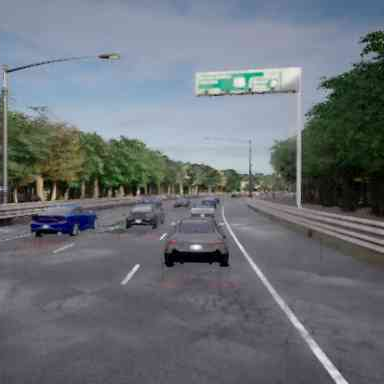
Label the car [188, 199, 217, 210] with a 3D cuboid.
[{"bbox_3d":[0.948,1.536,28.197,1.895,1.301,4.718,0,0,4],"label":"car"}]

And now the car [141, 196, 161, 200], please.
[{"bbox_3d":[-4.993,1.241,40.672,2.097,1.767,4.553,0,0,6],"label":"car"}]

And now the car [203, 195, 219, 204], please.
[{"bbox_3d":[2.270,1.375,43.744,1.882,1.535,5.008,0,0,6],"label":"car"}]

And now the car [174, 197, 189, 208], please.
[{"bbox_3d":[-1.218,1.433,44.703,2.033,1.411,5.357,0,0,7],"label":"car"}]

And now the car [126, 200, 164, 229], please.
[{"bbox_3d":[-2.887,1.471,21.005,1.812,1.442,4.674,0,0,3],"label":"car"}]

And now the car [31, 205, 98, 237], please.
[{"bbox_3d":[-6.555,1.419,17.647,1.882,1.535,5.008,0,0,3],"label":"car"}]

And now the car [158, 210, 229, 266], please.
[{"bbox_3d":[0.180,1.539,11.475,1.994,1.385,4.181,0,0,2],"label":"car"}]
